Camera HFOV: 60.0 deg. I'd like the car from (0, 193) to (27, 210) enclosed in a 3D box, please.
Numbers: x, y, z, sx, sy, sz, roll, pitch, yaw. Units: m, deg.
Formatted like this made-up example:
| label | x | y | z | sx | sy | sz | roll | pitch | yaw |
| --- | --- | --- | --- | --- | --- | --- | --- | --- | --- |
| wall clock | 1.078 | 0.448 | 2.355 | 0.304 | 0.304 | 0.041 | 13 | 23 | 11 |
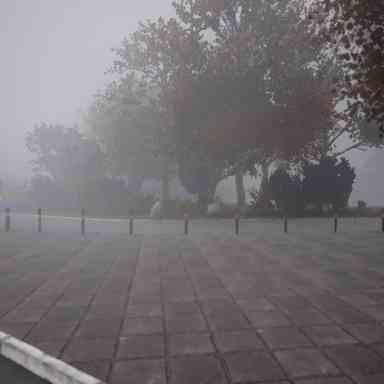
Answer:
| label | x | y | z | sx | sy | sz | roll | pitch | yaw |
| --- | --- | --- | --- | --- | --- | --- | --- | --- | --- |
| car | -20.975 | 1.248 | 37.521 | 2.185 | 1.767 | 4.553 | 1 | 1 | 34 |
